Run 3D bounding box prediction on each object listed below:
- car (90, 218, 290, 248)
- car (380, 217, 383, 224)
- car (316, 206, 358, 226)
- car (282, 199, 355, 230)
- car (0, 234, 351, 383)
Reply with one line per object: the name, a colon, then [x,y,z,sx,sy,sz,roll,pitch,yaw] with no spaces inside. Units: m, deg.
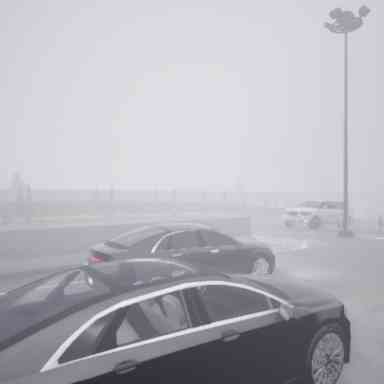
car: [-0.039,1.514,8.015,4.892,1.490,1.837,0,0,-35]
car: [22.771,3.233,37.292,4.892,1.490,1.837,9,-5,-35]
car: [16.057,2.700,36.801,4.553,1.767,2.097,7,-4,-35]
car: [8.699,1.502,23.009,5.566,2.045,2.150,4,-2,-35]
car: [-0.199,1.495,3.604,4.902,1.511,2.128,0,0,-35]
